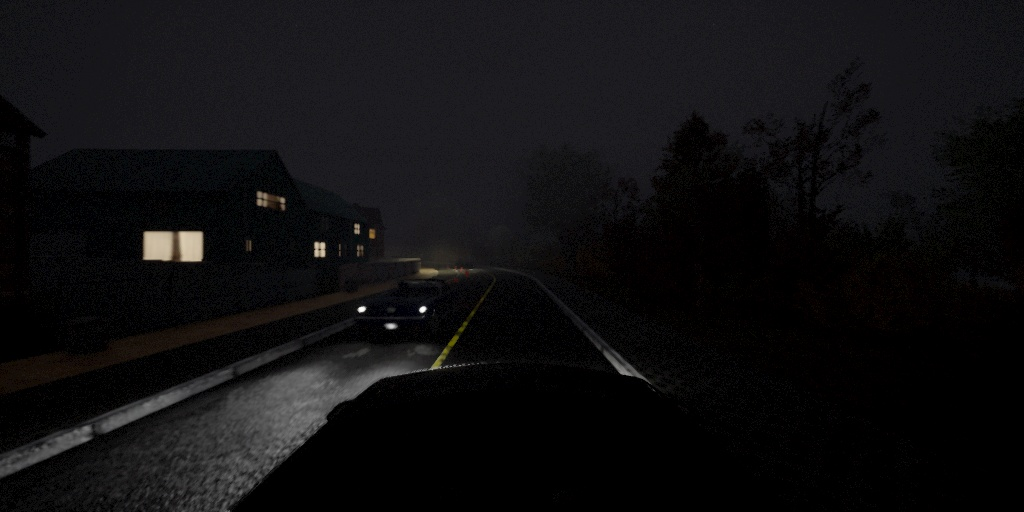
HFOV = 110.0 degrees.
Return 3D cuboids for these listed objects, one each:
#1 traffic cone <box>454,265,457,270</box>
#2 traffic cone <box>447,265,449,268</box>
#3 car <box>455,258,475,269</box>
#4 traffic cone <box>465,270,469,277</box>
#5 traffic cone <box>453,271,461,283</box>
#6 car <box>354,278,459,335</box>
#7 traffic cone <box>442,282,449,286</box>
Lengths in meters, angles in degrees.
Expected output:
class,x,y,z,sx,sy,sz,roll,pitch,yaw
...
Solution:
class,x,y,z,sx,sy,sz,roll,pitch,yaw
traffic cone,-7.621,1.556,48.515,0.340,0.580,0.340,0,0,-20
traffic cone,-9.444,1.487,52.963,0.340,0.580,0.340,0,0,-25
car,-6.943,1.032,52.324,1.882,1.535,5.008,0,1,-24
traffic cone,-4.279,1.684,34.517,0.340,0.580,0.340,0,0,-7
traffic cone,-4.137,1.530,26.375,0.340,0.580,0.340,0,0,-1
car,-2.848,1.350,10.669,1.895,1.301,4.718,0,0,0
traffic cone,-4.102,1.531,22.464,0.340,0.580,0.340,0,0,-17
